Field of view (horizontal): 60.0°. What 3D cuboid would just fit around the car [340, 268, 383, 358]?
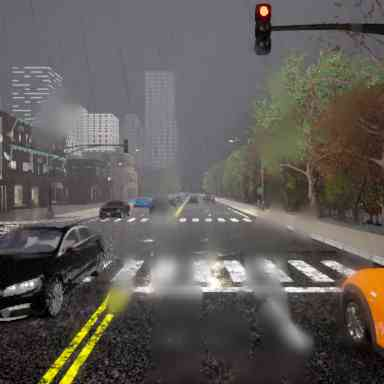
[{"bbox_3d":[3.359,1.351,3.381,2.097,1.767,4.553,0,0,0],"label":"car"}]

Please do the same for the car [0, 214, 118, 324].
[{"bbox_3d":[-3.333,1.490,7.433,2.128,1.511,4.902,0,0,0],"label":"car"}]

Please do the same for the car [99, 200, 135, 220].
[{"bbox_3d":[-6.533,1.469,28.633,1.882,1.535,5.008,0,0,0],"label":"car"}]

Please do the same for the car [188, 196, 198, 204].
[{"bbox_3d":[0.248,1.523,64.421,2.033,1.411,5.357,0,0,1],"label":"car"}]

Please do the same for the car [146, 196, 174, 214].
[{"bbox_3d":[-3.271,1.466,34.845,1.882,1.535,5.008,0,0,0],"label":"car"}]

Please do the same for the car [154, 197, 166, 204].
[{"bbox_3d":[-6.376,1.576,65.868,1.895,1.301,4.718,0,0,1],"label":"car"}]

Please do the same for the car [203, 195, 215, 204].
[{"bbox_3d":[3.498,1.467,64.696,2.128,1.511,4.902,0,0,0],"label":"car"}]

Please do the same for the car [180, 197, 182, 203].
[{"bbox_3d":[-3.105,1.466,67.947,2.128,1.511,4.902,0,0,0],"label":"car"}]

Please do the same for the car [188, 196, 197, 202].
[{"bbox_3d":[0.177,1.565,74.914,1.895,1.301,4.718,0,0,0],"label":"car"}]

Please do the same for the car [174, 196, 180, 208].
[{"bbox_3d":[-3.236,1.546,48.451,1.994,1.385,4.181,0,0,0],"label":"car"}]

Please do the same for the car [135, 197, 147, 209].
[{"bbox_3d":[-6.498,1.462,44.073,1.882,1.535,5.008,0,0,0],"label":"car"}]

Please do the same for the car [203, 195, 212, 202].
[{"bbox_3d":[3.427,1.447,74.861,1.882,1.535,5.008,0,0,0],"label":"car"}]
